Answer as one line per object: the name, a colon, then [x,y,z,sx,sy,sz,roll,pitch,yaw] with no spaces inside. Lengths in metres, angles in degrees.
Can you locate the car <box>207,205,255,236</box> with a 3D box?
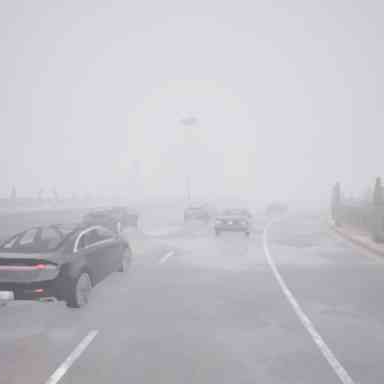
car: [2.477,1.572,18.836,2.033,1.411,5.357,0,0,14]

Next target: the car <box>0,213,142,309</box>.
car: [-2.859,1.485,7.885,2.128,1.511,4.902,0,0,5]

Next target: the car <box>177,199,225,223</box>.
car: [0.799,1.529,25.614,2.128,1.511,4.902,0,0,17]

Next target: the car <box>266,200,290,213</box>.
car: [9.848,1.623,38.305,1.812,1.442,4.674,0,0,27]

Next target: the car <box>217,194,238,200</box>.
car: [6.198,1.443,58.983,2.150,2.045,5.566,0,-1,37]

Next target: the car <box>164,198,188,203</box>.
car: [-1.796,1.647,53.454,1.882,1.535,5.008,0,-1,32]

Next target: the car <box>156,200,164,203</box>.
car: [-4.096,1.786,56.379,1.895,1.301,4.718,0,0,33]

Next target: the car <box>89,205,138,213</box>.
car: [-4.485,1.511,19.412,1.837,1.490,4.892,0,0,13]
